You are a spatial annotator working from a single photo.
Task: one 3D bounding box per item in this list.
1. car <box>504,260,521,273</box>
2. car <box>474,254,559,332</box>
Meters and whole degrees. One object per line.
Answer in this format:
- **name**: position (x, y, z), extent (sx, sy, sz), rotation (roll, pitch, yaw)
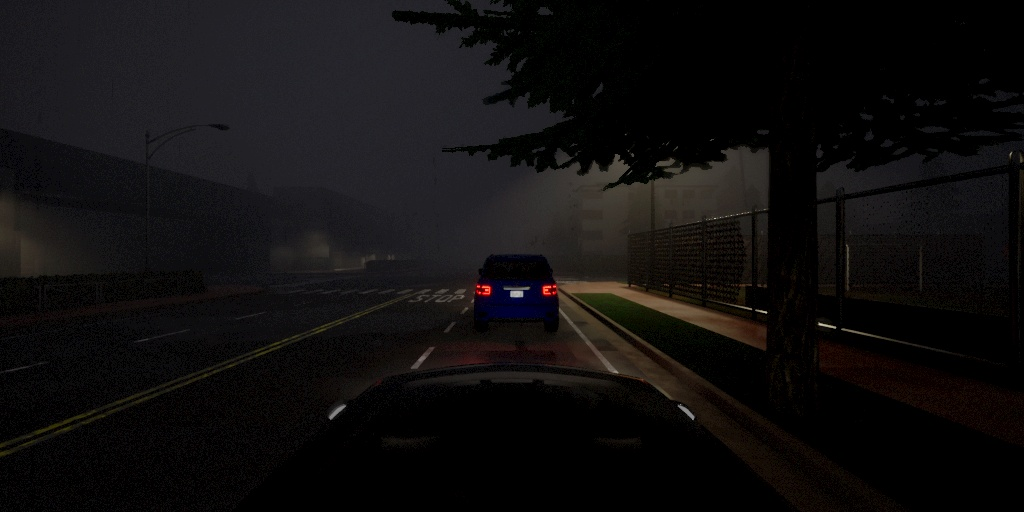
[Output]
- **car**: position (0.023, 1.242, 45.689), extent (2.128, 1.511, 4.902), rotation (0, 0, 0)
- **car**: position (0.115, 0.972, 10.977), extent (2.150, 2.045, 5.566), rotation (0, 0, 0)
